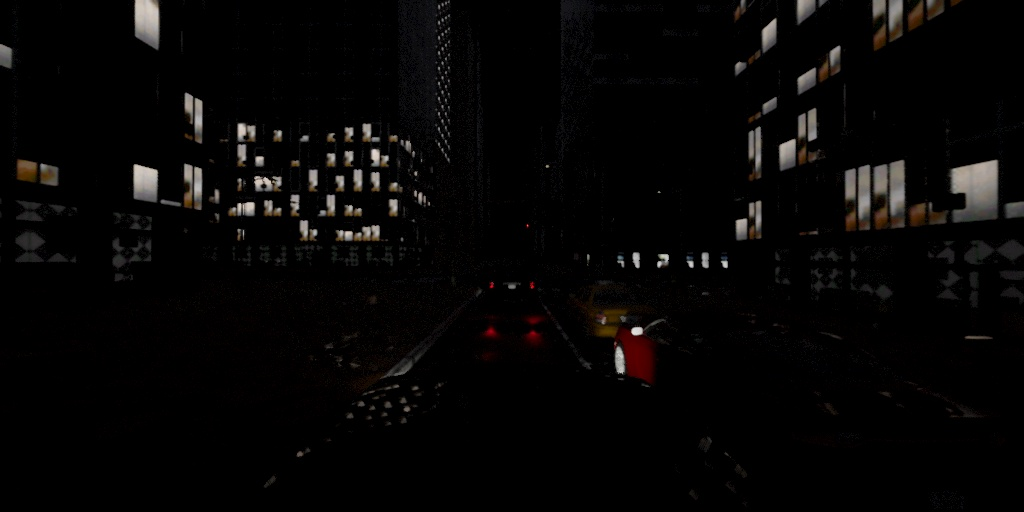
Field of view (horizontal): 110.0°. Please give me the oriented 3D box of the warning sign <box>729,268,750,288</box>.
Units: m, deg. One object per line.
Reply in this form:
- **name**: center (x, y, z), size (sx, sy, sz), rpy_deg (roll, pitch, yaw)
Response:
- **warning sign**: center (17.262, 1.446, 27.204), size (1.060, 1.860, 1.300), rpy_deg (0, 0, -3)

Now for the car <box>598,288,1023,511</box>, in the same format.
- **car**: center (2.565, 1.320, 4.336), size (1.888, 1.381, 4.507), rpy_deg (0, 0, 0)

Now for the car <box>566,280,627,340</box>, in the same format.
- **car**: center (2.565, 1.353, 10.058), size (1.751, 1.417, 4.829), rpy_deg (0, 0, 0)

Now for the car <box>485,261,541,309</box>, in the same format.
- **car**: center (0.002, 1.235, 15.940), size (2.097, 1.767, 4.553), rpy_deg (0, -1, 0)
